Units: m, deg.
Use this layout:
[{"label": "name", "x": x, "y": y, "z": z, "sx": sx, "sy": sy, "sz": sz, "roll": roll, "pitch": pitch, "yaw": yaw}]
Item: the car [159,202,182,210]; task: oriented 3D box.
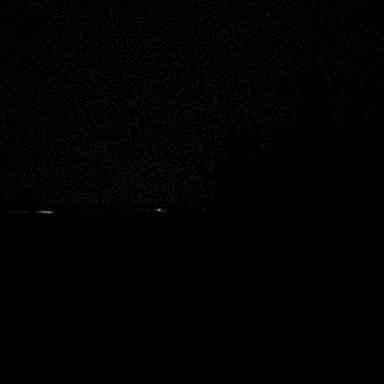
[{"label": "car", "x": -3.905, "y": 2.552, "z": 62.348, "sx": 2.033, "sy": 1.411, "sz": 5.357, "roll": 4, "pitch": 1, "yaw": 36}]

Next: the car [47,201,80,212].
[{"label": "car", "x": -16.991, "y": 1.924, "z": 44.255, "sx": 1.994, "sy": 1.385, "sz": 4.181, "roll": 4, "pitch": 1, "yaw": 36}]
